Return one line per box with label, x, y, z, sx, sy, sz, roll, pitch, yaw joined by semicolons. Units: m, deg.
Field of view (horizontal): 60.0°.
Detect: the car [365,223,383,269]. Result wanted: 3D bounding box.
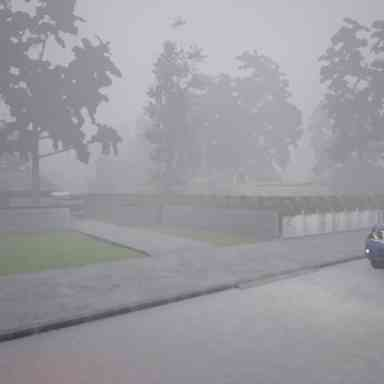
car;7.430;1.187;9.850;5.566;2.045;2.150;0;0;-35
